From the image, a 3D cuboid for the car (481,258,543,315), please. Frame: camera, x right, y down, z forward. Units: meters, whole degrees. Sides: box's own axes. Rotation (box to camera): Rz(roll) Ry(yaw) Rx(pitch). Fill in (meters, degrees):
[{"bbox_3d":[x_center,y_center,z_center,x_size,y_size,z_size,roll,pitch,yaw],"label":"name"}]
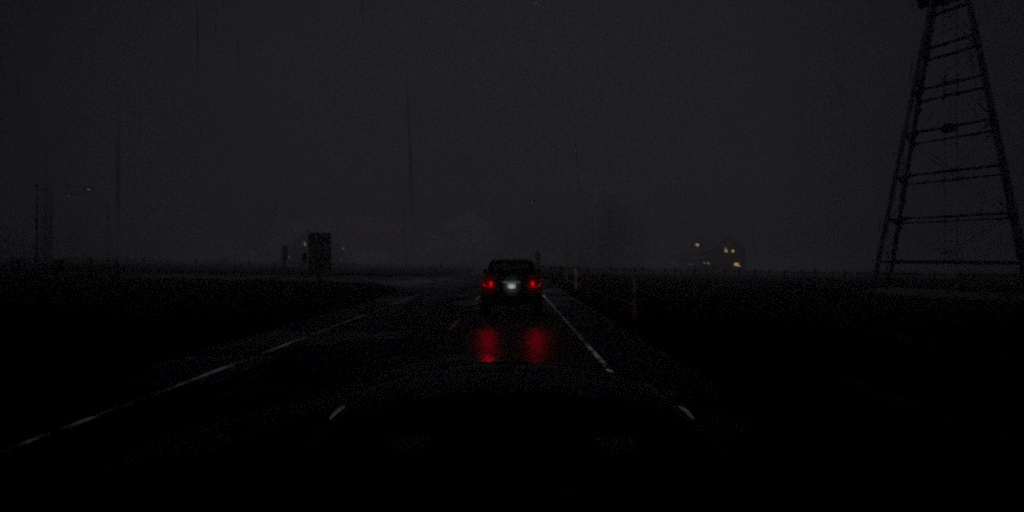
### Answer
[{"bbox_3d":[0.003,1.096,14.410,2.150,2.045,5.566,0,0,0],"label":"car"}]
